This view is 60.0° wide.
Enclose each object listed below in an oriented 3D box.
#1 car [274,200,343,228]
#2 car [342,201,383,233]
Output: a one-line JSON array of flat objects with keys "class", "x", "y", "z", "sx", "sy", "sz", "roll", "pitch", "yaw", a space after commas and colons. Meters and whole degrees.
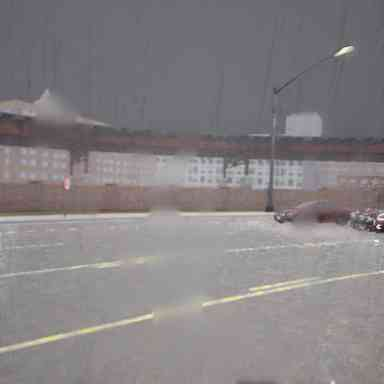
[{"class": "car", "x": 6.982, "y": 1.183, "z": 19.090, "sx": 4.674, "sy": 1.442, "sz": 1.812, "roll": 1, "pitch": 1, "yaw": -19}, {"class": "car", "x": 10.249, "y": 1.142, "z": 16.494, "sx": 4.553, "sy": 1.767, "sz": 2.097, "roll": 1, "pitch": 1, "yaw": -17}]
